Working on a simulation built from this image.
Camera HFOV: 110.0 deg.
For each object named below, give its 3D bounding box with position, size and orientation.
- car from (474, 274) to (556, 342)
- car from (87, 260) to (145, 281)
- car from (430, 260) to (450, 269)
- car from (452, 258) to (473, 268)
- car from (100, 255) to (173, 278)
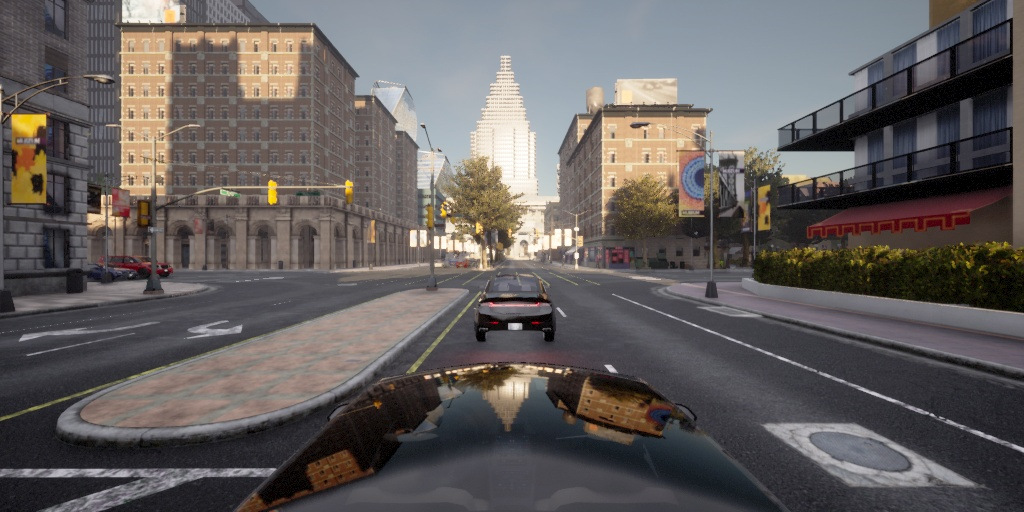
[{"bbox_3d":[0.080,1.242,9.827,2.128,1.511,4.902,0,0,0],"label":"car"},{"bbox_3d":[-33.439,1.276,29.249,4.674,1.442,1.812,0,0,0],"label":"car"},{"bbox_3d":[-11.556,1.351,56.487,1.895,1.301,4.718,0,0,0],"label":"car"},{"bbox_3d":[-8.056,1.227,59.052,1.882,1.535,5.008,0,0,0],"label":"car"},{"bbox_3d":[-34.439,0.971,32.738,5.566,2.045,2.150,0,0,-2],"label":"car"}]
